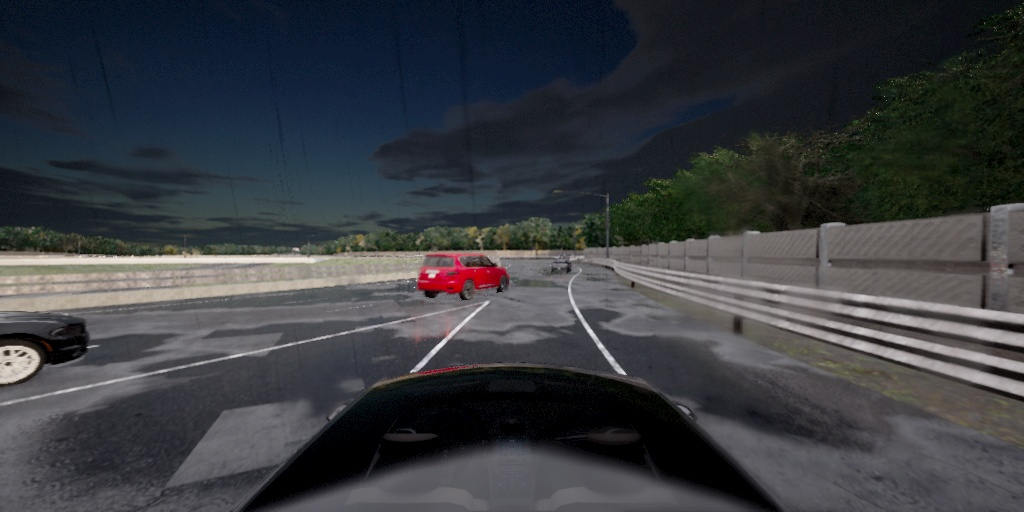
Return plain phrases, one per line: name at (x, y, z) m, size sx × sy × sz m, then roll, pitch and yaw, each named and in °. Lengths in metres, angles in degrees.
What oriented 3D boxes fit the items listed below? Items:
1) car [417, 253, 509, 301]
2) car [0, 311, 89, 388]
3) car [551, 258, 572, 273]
car at (-2.129, 0.883, 17.089) m, size 2.150 × 2.045 × 5.566 m, roll 0°, pitch 0°, yaw 25°
car at (-9.190, 1.209, 4.515) m, size 1.882 × 1.535 × 5.008 m, roll 1°, pitch 1°, yaw 33°
car at (5.343, 1.030, 38.524) m, size 2.128 × 1.511 × 4.902 m, roll 0°, pitch 0°, yaw 14°
